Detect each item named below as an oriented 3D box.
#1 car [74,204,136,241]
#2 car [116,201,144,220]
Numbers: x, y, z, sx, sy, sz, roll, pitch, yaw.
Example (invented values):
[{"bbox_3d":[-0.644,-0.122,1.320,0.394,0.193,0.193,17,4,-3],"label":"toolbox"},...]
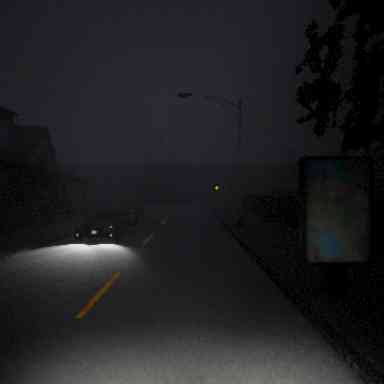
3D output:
[{"bbox_3d":[-4.126,1.501,16.017,1.994,1.385,4.181,0,0,0],"label":"car"},{"bbox_3d":[-4.046,1.276,20.736,1.812,1.442,4.674,0,0,0],"label":"car"}]
